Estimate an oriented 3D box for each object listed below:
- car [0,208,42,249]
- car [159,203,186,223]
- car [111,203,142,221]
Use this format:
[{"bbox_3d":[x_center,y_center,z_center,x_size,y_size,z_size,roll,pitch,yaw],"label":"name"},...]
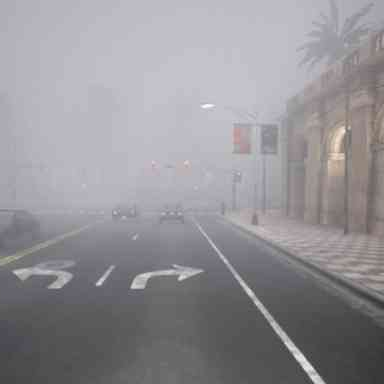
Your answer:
[{"bbox_3d":[-7.943,1.438,14.091,1.812,1.442,4.674,1,0,-3],"label":"car"},{"bbox_3d":[-1.472,1.515,25.089,2.033,1.411,5.357,1,0,-2],"label":"car"},{"bbox_3d":[-5.033,1.532,26.279,1.895,1.301,4.718,1,0,-3],"label":"car"}]
